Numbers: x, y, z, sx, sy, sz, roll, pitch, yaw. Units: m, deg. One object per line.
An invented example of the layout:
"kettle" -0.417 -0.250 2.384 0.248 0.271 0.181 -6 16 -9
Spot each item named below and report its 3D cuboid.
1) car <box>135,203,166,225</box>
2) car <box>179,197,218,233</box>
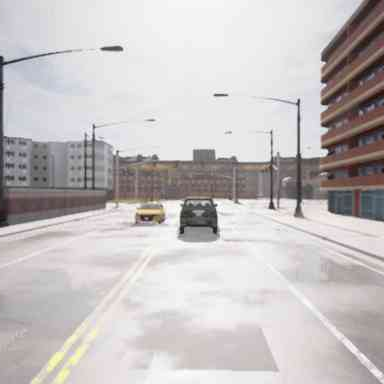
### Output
"car" -3.107 1.567 25.596 1.882 1.535 5.008 0 0 1
"car" 0.407 1.300 20.262 2.150 2.045 5.566 0 0 1
